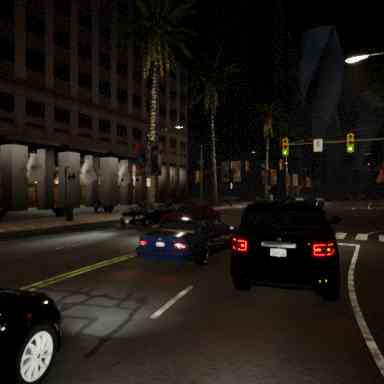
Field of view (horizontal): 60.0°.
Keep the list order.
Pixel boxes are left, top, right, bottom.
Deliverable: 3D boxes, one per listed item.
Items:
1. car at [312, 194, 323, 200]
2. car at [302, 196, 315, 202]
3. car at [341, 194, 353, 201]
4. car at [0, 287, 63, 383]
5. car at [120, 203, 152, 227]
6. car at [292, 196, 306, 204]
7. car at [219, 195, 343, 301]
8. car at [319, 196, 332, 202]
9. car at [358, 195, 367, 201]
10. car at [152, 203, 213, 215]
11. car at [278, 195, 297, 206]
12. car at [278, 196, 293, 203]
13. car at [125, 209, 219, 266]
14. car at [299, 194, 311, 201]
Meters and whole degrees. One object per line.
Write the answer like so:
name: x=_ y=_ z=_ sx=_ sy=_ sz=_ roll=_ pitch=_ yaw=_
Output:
car: x=33.507 y=1.432 z=88.423 sx=2.128 sy=1.511 sz=4.902 roll=0 pitch=0 yaw=28
car: x=26.303 y=1.590 z=75.106 sx=1.895 sy=1.301 sz=4.718 roll=0 pitch=0 yaw=29
car: x=37.911 y=1.349 z=81.787 sx=2.097 sy=1.767 sz=4.553 roll=0 pitch=0 yaw=28
car: x=-2.899 y=1.505 z=2.536 sx=1.837 sy=1.490 sz=4.892 roll=0 pitch=0 yaw=9
car: x=-2.714 y=1.490 z=21.982 sx=2.128 sy=1.511 sz=4.902 roll=0 pitch=0 yaw=28
car: x=21.336 y=1.521 z=65.985 sx=1.812 sy=1.442 sz=4.674 roll=0 pitch=0 yaw=29
car: x=2.606 y=1.221 z=8.689 sx=2.150 sy=2.045 sz=5.566 roll=0 pitch=0 yaw=22
car: x=29.761 y=1.535 z=74.131 sx=2.033 sy=1.411 sz=5.357 roll=0 pitch=0 yaw=29
car: x=40.938 y=1.589 z=80.029 sx=1.895 sy=1.301 sz=4.718 roll=0 pitch=0 yaw=28
car: x=-0.005 y=1.476 z=19.631 sx=1.882 sy=1.535 sz=5.008 roll=0 pitch=0 yaw=28
car: x=16.382 y=1.348 z=57.038 sx=2.097 sy=1.767 sz=4.553 roll=0 pitch=0 yaw=29
car: x=19.586 y=1.508 z=69.439 sx=2.161 sy=1.482 sz=4.786 roll=0 pitch=0 yaw=28
car: x=0.181 y=1.547 z=11.780 sx=2.033 sy=1.411 sz=5.357 roll=0 pitch=0 yaw=26
car: x=30.131 y=1.348 z=88.669 sx=2.185 sy=1.767 sz=4.553 roll=0 pitch=0 yaw=28
